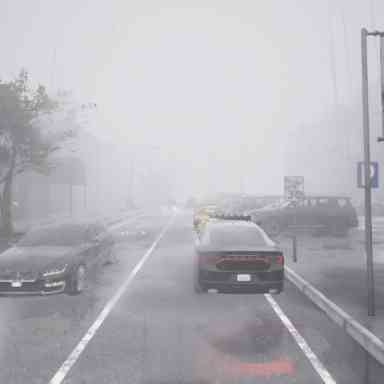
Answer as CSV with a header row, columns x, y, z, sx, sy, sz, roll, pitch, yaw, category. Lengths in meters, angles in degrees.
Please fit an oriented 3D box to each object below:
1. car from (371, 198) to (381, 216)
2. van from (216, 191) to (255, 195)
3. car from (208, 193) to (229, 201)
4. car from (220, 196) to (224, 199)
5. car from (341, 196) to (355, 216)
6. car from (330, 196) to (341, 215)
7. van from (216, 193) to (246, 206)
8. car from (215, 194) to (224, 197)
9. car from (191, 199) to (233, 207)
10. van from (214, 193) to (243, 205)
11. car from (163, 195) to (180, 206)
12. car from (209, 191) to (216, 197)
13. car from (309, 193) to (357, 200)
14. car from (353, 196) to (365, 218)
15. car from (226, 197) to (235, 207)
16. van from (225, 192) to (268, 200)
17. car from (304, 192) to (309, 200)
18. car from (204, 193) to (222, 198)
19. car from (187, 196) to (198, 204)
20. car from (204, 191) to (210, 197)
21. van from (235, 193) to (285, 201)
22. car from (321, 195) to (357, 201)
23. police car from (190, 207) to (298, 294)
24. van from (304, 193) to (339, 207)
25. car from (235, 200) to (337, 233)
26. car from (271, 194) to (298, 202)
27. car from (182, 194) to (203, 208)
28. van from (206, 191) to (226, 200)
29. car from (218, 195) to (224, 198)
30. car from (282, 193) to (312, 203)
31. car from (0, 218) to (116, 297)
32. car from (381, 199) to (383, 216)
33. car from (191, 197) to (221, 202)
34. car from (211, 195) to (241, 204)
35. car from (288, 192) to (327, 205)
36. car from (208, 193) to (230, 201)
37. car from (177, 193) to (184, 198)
x,y,z,sx,sy,sz,roll,pitch,yaw,category
18.849,1.462,29.470,4.892,1.521,2.231,0,0,0,car
5.900,1.163,45.547,4.442,1.987,1.878,0,0,0,van
5.767,1.014,73.578,4.553,1.767,2.185,0,1,0,car
5.809,1.470,37.131,4.792,1.488,2.163,0,0,0,car
19.042,1.444,35.025,5.366,1.575,1.946,0,0,0,car
18.830,1.469,37.797,4.792,1.488,2.163,0,0,0,car
5.903,1.114,51.152,4.442,1.987,1.878,0,1,0,van
5.789,1.409,42.741,4.892,1.521,2.231,0,0,0,car
1.011,1.438,19.008,1.801,1.575,5.366,0,0,0,car
5.905,1.089,53.955,4.442,1.987,1.878,0,1,0,van
-3.252,1.454,49.836,1.895,1.301,4.718,0,0,0,car
5.757,1.113,48.348,5.566,2.045,2.435,0,1,0,car
18.834,1.153,43.353,5.566,2.045,2.435,0,0,0,car
18.851,1.455,32.248,5.008,1.535,2.097,0,0,0,car
5.769,1.460,28.719,5.008,1.535,2.097,0,0,0,car
5.660,1.230,31.525,4.442,1.987,1.878,0,0,0,van
18.892,1.134,46.130,5.566,2.045,2.435,0,1,0,car
5.838,0.994,93.202,4.792,1.488,2.163,0,1,0,car
0.111,1.354,58.663,1.994,1.385,4.181,0,0,0,car
5.766,0.963,65.168,5.566,2.045,2.435,0,1,0,car
5.890,1.238,25.915,4.442,1.987,1.878,0,0,0,van
18.889,1.452,40.580,4.792,1.488,2.163,0,0,0,car
0.992,1.422,8.914,1.930,1.638,5.238,0,0,0,police car
18.982,1.134,48.906,4.442,1.987,1.878,0,1,0,van
5.585,1.466,20.309,5.366,1.575,1.946,0,0,0,car
18.881,1.188,68.338,4.892,1.521,2.231,0,1,0,car
0.099,1.429,45.245,2.033,1.411,5.357,0,0,0,car
5.685,0.864,79.184,4.442,1.987,1.878,0,1,0,van
5.778,1.466,39.939,4.674,1.452,2.002,0,0,0,car
18.902,1.136,60.010,4.553,1.767,2.185,0,1,0,car
-3.333,1.502,8.756,1.837,1.490,4.892,0,0,0,car
18.825,1.212,26.695,5.566,2.045,2.435,0,0,0,car
1.023,1.424,25.015,1.801,1.575,5.366,0,0,0,car
5.783,1.290,56.761,4.892,1.521,2.231,0,1,0,car
18.897,1.059,54.456,5.566,2.045,2.435,0,1,0,car
5.766,1.039,70.775,4.553,1.767,2.185,0,1,0,car
-3.087,1.047,86.041,2.128,1.511,4.902,0,1,0,car
